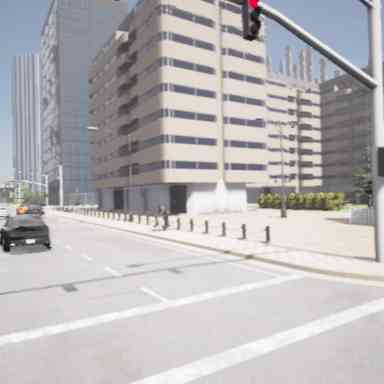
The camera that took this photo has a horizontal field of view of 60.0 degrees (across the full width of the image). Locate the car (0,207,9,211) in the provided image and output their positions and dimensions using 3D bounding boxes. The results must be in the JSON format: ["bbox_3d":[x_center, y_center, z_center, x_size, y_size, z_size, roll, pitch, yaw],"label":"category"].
[{"bbox_3d":[-22.596,2.445,39.138,1.812,1.442,4.674,-1,0,-32],"label":"car"}]

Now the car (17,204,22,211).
[{"bbox_3d":[-23.238,2.359,46.624,2.097,1.767,4.553,-1,-1,-32],"label":"car"}]

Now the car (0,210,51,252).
[{"bbox_3d":[-7.995,1.851,15.885,1.837,1.490,4.892,-1,-1,-32],"label":"car"}]

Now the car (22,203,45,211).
[{"bbox_3d":[-18.489,2.326,39.149,1.837,1.490,4.892,-1,-1,-32],"label":"car"}]

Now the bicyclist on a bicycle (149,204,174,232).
[{"bbox_3d":[-1.779,1.536,19.671,1.656,1.620,0.582,-1,-1,-32],"label":"bicyclist on a bicycle"}]
